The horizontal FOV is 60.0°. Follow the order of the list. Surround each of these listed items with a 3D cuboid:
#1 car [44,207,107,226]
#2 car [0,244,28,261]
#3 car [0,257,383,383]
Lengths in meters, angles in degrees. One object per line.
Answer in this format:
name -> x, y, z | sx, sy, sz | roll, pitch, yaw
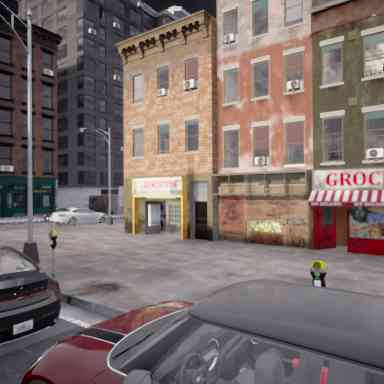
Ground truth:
car -> -8.908, 1.928, 26.551 | 1.812, 1.442, 4.674 | -1, -2, 36
car -> -4.009, 1.551, 5.671 | 4.403, 1.369, 2.008 | 0, 0, 35
car -> 0.475, 1.440, 2.480 | 4.097, 1.590, 1.967 | 0, 0, 35
